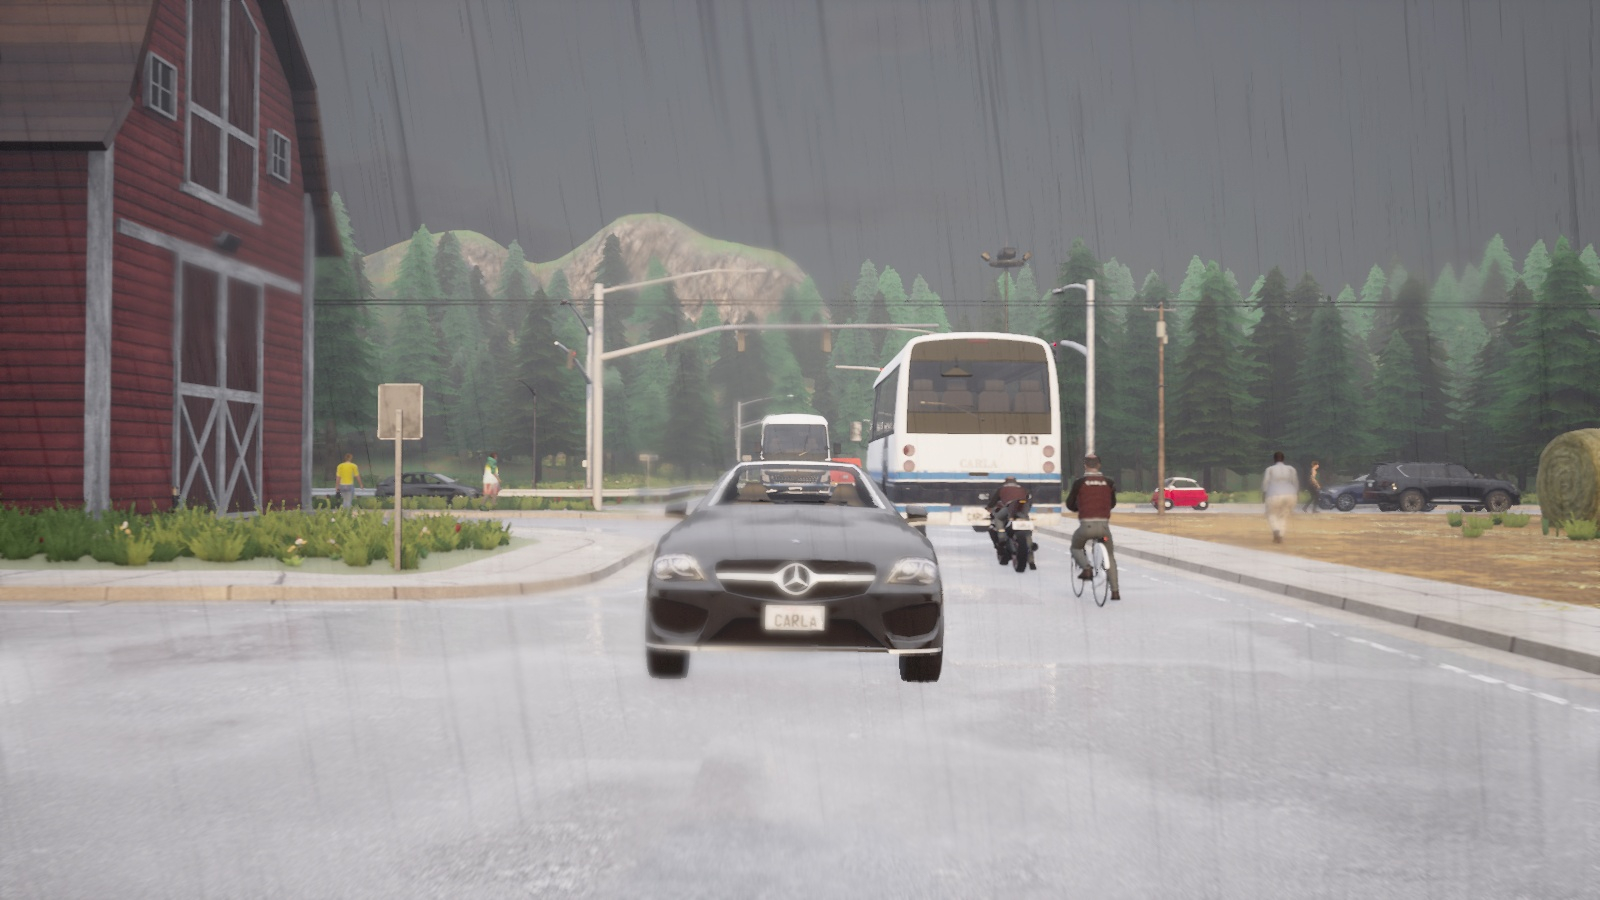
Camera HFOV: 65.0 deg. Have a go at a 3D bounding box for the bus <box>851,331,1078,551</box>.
[{"bbox_3d":[3.391,-0.094,29.439,3.944,4.253,10.273,0,-1,0],"label":"bus"}]

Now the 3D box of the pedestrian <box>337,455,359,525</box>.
[{"bbox_3d":[-11.983,1.051,33.276,0.354,1.836,0.706,0,-1,-3],"label":"pedestrian"}]

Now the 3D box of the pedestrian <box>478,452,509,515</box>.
[{"bbox_3d":[-9.469,1.030,38.810,0.873,1.952,0.659,0,-1,-18],"label":"pedestrian"}]

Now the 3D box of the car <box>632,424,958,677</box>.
[{"bbox_3d":[-0.038,0.733,10.859,2.152,1.651,5.027,1,-2,0],"label":"car"}]

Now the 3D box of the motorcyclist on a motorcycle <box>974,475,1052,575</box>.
[{"bbox_3d":[3.427,1.172,20.403,0.866,1.530,2.191,0,-1,0],"label":"motorcyclist on a motorcycle"}]

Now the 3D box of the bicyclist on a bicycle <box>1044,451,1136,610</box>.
[{"bbox_3d":[3.446,0.918,15.055,0.659,1.776,1.843,0,-1,0],"label":"bicyclist on a bicycle"}]

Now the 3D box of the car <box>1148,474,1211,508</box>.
[{"bbox_3d":[15.899,1.700,52.648,2.207,1.376,1.481,0,-1,1],"label":"car"}]

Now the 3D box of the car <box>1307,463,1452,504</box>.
[{"bbox_3d":[24.174,1.389,52.532,5.027,1.651,2.152,0,-1,1],"label":"car"}]

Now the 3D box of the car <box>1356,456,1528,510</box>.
[{"bbox_3d":[24.989,1.269,49.020,5.566,2.045,2.150,0,-1,1],"label":"car"}]

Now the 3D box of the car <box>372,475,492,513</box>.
[{"bbox_3d":[-14.506,1.728,49.593,4.193,1.474,1.816,0,-1,1],"label":"car"}]

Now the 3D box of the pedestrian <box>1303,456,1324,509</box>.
[{"bbox_3d":[17.813,1.120,43.546,0.594,1.836,0.345,0,-1,9],"label":"pedestrian"}]

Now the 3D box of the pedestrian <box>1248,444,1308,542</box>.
[{"bbox_3d":[9.272,0.828,24.383,0.874,1.855,0.900,0,-1,6],"label":"pedestrian"}]

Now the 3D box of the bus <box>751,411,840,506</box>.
[{"bbox_3d":[-0.220,0.451,61.491,3.944,4.253,10.273,0,-1,0],"label":"bus"}]
